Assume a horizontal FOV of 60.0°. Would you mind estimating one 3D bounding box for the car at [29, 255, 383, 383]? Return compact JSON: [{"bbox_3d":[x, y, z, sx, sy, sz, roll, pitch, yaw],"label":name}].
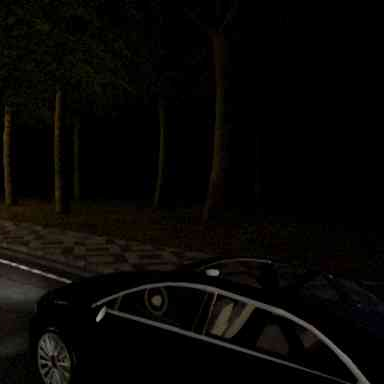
[{"bbox_3d":[0.273,1.439,3.368,4.902,1.511,2.128,2,1,35],"label":"car"}]
